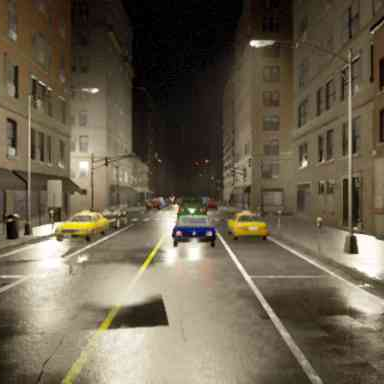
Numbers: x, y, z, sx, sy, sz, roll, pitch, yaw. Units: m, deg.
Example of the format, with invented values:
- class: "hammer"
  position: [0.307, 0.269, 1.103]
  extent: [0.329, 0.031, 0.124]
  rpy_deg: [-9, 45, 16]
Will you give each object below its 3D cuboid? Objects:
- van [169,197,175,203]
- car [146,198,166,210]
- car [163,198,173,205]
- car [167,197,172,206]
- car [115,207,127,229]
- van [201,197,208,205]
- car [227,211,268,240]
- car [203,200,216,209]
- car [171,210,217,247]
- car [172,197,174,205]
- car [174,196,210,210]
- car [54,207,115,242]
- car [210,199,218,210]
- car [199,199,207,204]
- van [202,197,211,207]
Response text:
- class: "van"
  position: [-5.642, 2.223, 94.008]
  extent: [1.690, 1.788, 3.998]
  rpy_deg: [0, -1, 0]
- class: "car"
  position: [-5.655, 1.778, 49.999]
  extent: [2.192, 1.841, 5.009]
  rpy_deg: [0, -1, 0]
- class: "car"
  position: [-5.646, 2.165, 77.503]
  extent: [1.967, 1.590, 4.097]
  rpy_deg: [0, -1, 0]
- class: "car"
  position: [-5.650, 2.060, 66.501]
  extent: [1.967, 1.590, 4.097]
  rpy_deg: [0, -1, 0]
- class: "car"
  position: [-5.662, 1.762, 23.224]
  extent: [2.008, 1.369, 4.403]
  rpy_deg: [0, -1, 0]
- class: "van"
  position: [2.879, 2.066, 77.501]
  extent: [1.690, 1.788, 3.998]
  rpy_deg: [0, -1, 0]
- class: "car"
  position: [2.861, 1.687, 17.866]
  extent: [1.752, 1.417, 4.829]
  rpy_deg: [0, -1, 0]
- class: "car"
  position: [2.873, 2.081, 55.494]
  extent: [1.947, 1.339, 4.313]
  rpy_deg: [0, -1, 0]
- class: "car"
  position: [0.087, 1.743, 15.750]
  extent: [1.895, 1.301, 4.718]
  rpy_deg: [0, -1, 0]
- class: "car"
  position: [-2.978, 1.914, 73.742]
  extent: [2.150, 2.045, 5.566]
  rpy_deg: [0, -1, 0]
- class: "car"
  position: [0.007, 1.455, 25.694]
  extent: [2.150, 2.045, 5.566]
  rpy_deg: [0, -1, 0]
- class: "car"
  position: [-5.664, 1.684, 17.529]
  extent: [1.752, 1.417, 4.829]
  rpy_deg: [0, -1, 0]
- class: "car"
  position: [2.871, 2.007, 49.993]
  extent: [1.887, 1.381, 4.507]
  rpy_deg: [0, -1, 0]
- class: "car"
  position: [2.883, 2.411, 88.501]
  extent: [1.802, 1.307, 4.206]
  rpy_deg: [0, -1, 0]
- class: "van"
  position: [2.875, 1.961, 66.499]
  extent: [1.690, 1.788, 3.998]
  rpy_deg: [0, -1, 0]
